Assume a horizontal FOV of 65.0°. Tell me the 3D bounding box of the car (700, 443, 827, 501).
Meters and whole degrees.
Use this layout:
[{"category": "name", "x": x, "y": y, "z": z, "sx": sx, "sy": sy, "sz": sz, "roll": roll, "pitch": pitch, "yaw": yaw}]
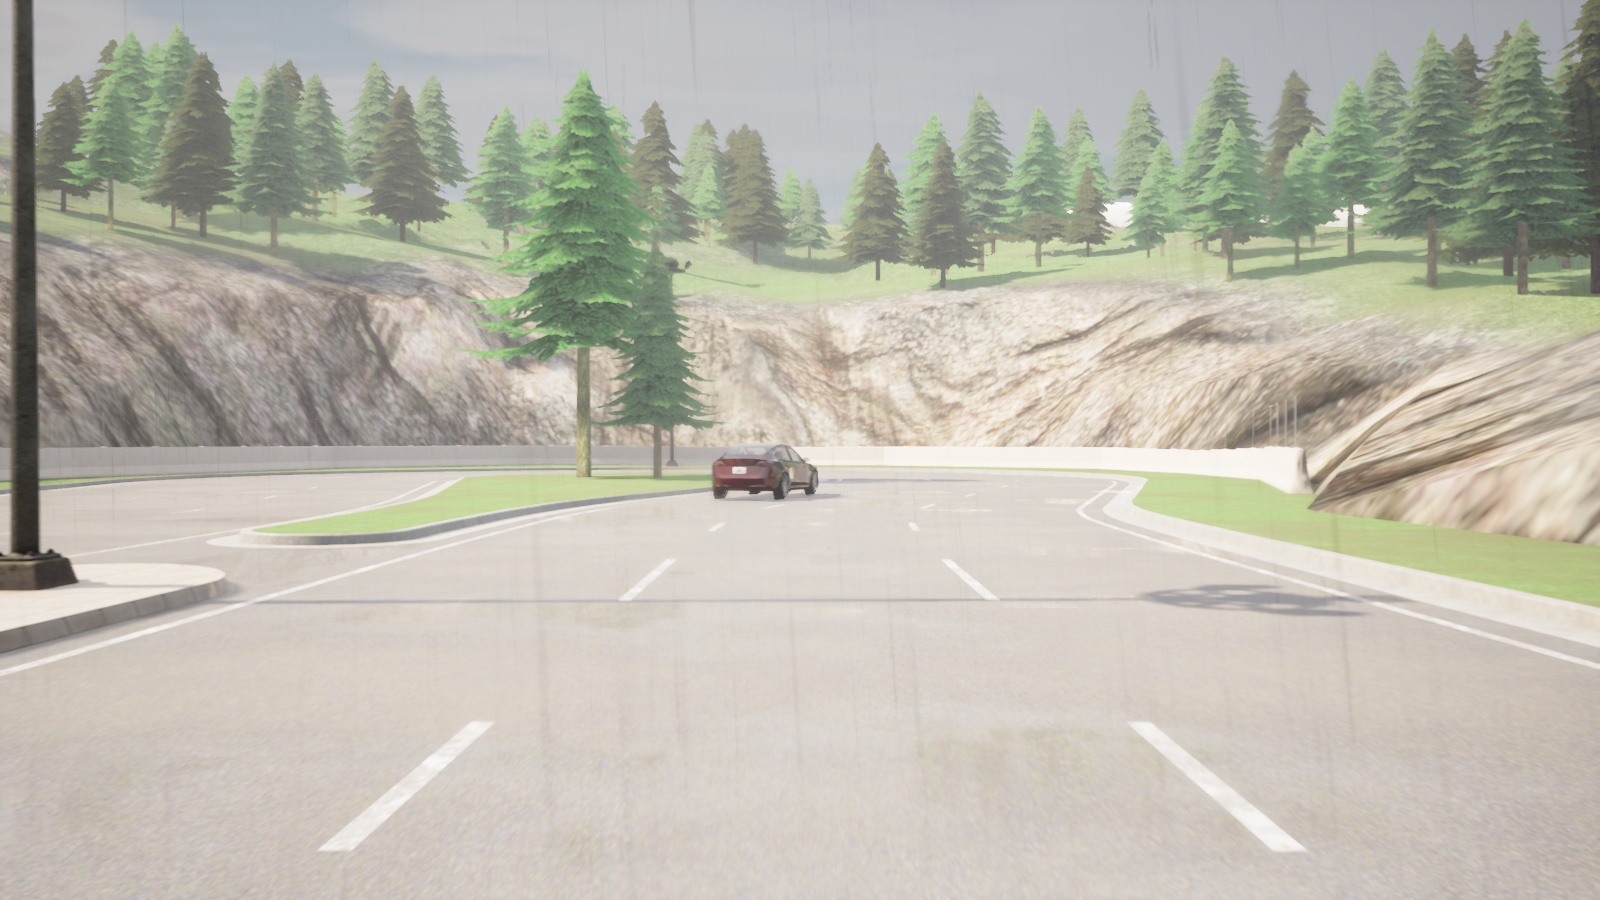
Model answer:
[{"category": "car", "x": -0.914, "y": 0.550, "z": 34.685, "sx": 2.163, "sy": 1.488, "sz": 4.792, "roll": 0, "pitch": 0, "yaw": 16}]
